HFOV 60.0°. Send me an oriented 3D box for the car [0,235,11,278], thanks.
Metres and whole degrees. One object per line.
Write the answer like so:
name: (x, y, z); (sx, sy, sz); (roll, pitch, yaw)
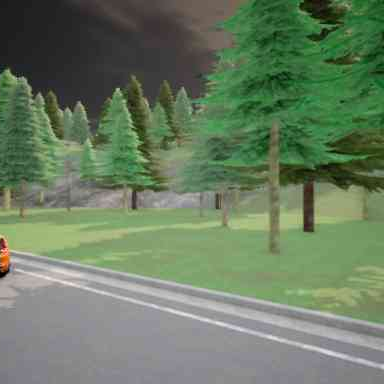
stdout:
car: (-6.854, 1.363, 8.881); (4.553, 1.767, 2.097); (0, 0, 36)
